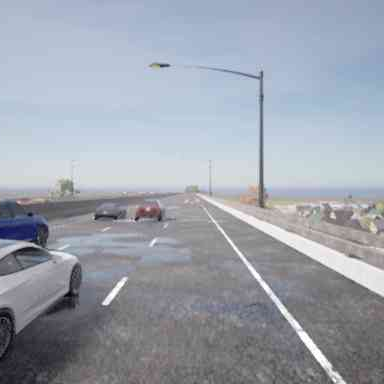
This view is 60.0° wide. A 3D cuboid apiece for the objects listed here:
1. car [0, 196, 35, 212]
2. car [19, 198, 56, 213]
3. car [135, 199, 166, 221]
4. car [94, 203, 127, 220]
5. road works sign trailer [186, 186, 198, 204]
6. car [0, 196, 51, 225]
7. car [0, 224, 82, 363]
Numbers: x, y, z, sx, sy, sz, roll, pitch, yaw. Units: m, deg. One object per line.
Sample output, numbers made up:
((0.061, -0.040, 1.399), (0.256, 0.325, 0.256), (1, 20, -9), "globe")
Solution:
((-21.075, 1.411, 40.164), (2.097, 1.767, 4.553), (0, 0, 0), "car")
((-17.581, 1.536, 38.120), (1.882, 1.535, 5.008), (0, 0, 0), "car")
((-3.396, 1.398, 27.787), (2.097, 1.767, 4.553), (0, 0, 0), "car")
((-6.896, 1.610, 28.509), (1.994, 1.385, 4.181), (0, 0, 0), "car")
((0.011, 0.548, 67.281), (2.380, 3.560, 2.880), (0, 0, 0), "road works sign trailer")
((-6.897, 1.241, 11.176), (2.150, 2.045, 5.566), (0, 0, 0), "car")
((-3.398, 1.536, 5.633), (1.812, 1.442, 4.674), (0, 0, 0), "car")
